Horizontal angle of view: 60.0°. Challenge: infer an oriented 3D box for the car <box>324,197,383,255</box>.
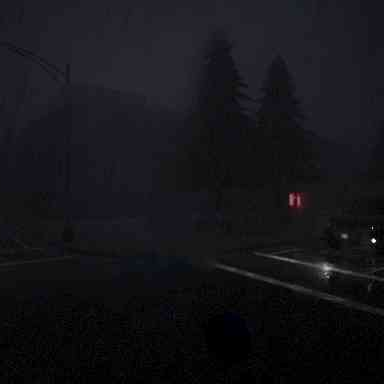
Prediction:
[{"bbox_3d":[7.762,1.248,13.710,5.566,2.045,2.150,0,0,-36],"label":"car"}]
